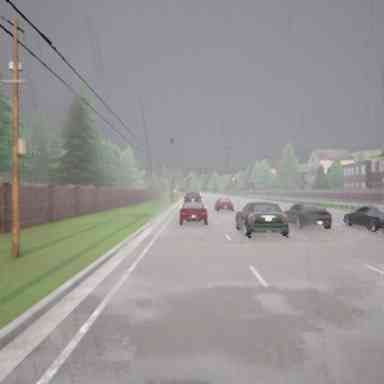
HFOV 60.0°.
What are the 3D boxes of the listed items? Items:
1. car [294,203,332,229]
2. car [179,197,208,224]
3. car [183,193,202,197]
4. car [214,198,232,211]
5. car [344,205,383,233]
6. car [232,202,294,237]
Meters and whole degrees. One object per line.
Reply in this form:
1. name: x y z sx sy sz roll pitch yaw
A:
1. car: 7.099 1.437 20.862 1.837 1.490 4.892 0 0 0
2. car: 0.099 1.400 23.792 1.882 1.535 5.008 0 0 0
3. car: 0.099 1.087 41.442 2.150 2.045 5.566 0 0 0
4. car: 3.586 1.403 37.781 1.812 1.442 4.674 0 0 0
5. car: 10.586 1.463 19.227 1.812 1.442 4.674 0 0 0
6. car: 3.599 1.294 17.771 2.097 1.767 4.553 0 0 0
